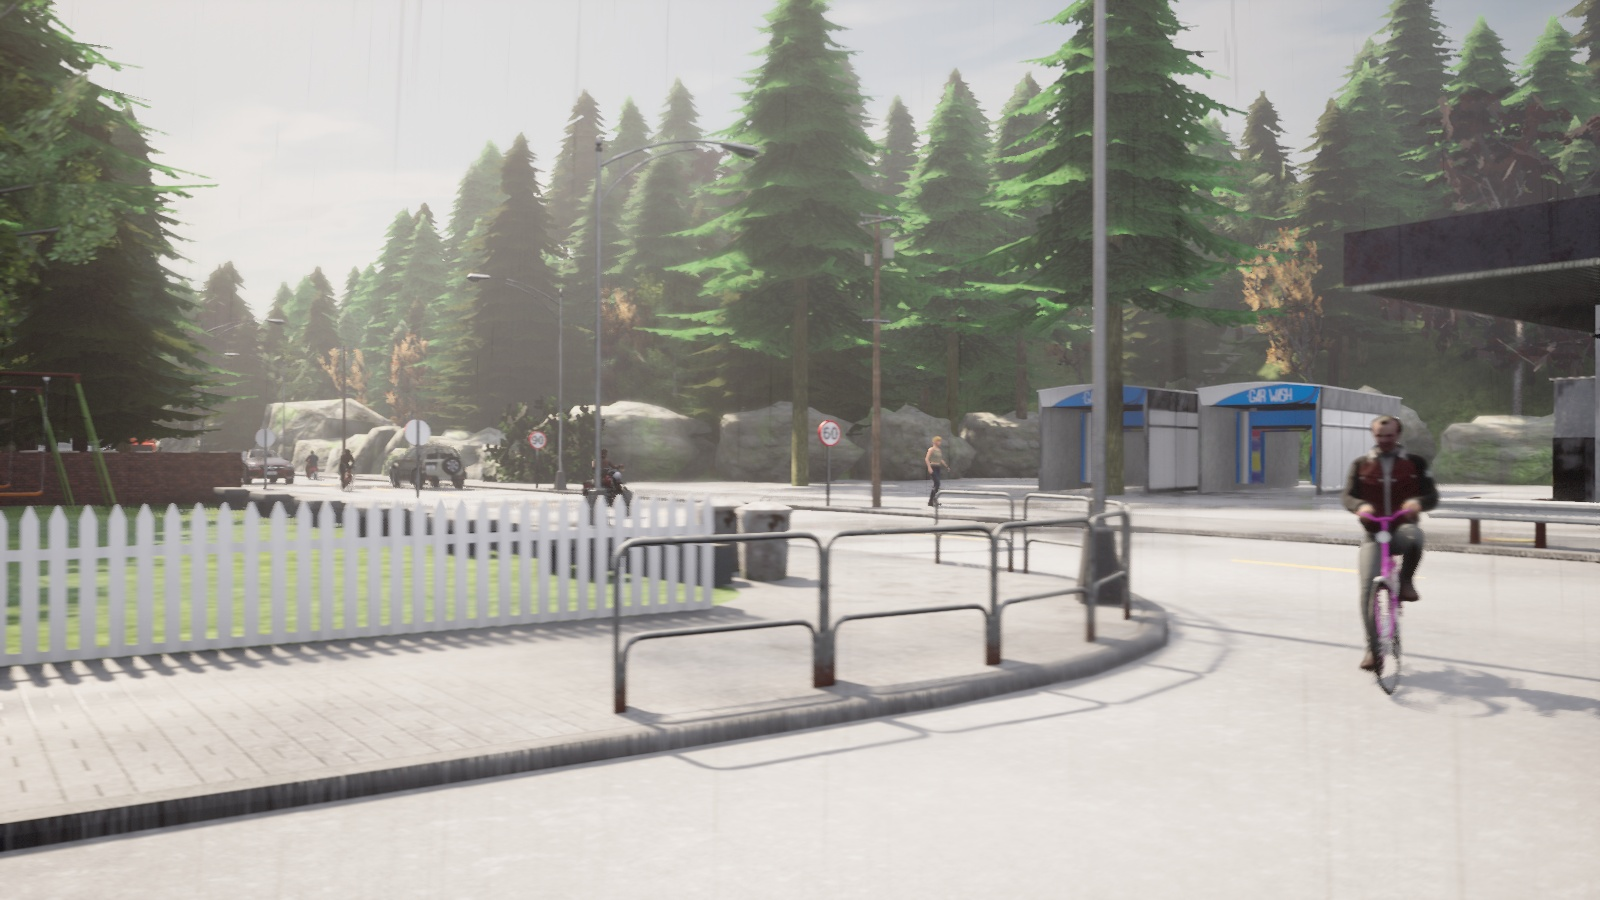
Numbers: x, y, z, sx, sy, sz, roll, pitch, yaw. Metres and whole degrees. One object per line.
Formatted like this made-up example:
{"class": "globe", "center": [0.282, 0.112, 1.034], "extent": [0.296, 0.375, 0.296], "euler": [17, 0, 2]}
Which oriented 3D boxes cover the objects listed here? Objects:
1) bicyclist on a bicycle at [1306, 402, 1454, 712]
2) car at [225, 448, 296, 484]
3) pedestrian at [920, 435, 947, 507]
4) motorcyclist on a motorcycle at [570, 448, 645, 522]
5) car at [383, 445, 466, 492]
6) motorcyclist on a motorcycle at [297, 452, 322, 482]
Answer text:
{"class": "bicyclist on a bicycle", "center": [3.806, 0.629, 8.160], "extent": [0.659, 1.776, 1.843], "euler": [-2, -1, 29]}
{"class": "car", "center": [-25.546, 0.731, 59.367], "extent": [2.152, 1.651, 5.027], "euler": [0, 0, -35]}
{"class": "pedestrian", "center": [3.438, 0.529, 32.388], "extent": [0.594, 1.836, 0.345], "euler": [0, 0, 44]}
{"class": "motorcyclist on a motorcycle", "center": [-4.491, 0.779, 29.128], "extent": [0.766, 1.649, 2.350], "euler": [0, 0, -35]}
{"class": "car", "center": [-15.609, 0.730, 52.084], "extent": [1.932, 1.855, 4.605], "euler": [0, 0, -35]}
{"class": "motorcyclist on a motorcycle", "center": [-26.398, 0.928, 67.606], "extent": [0.866, 1.590, 1.817], "euler": [0, 0, -35]}
